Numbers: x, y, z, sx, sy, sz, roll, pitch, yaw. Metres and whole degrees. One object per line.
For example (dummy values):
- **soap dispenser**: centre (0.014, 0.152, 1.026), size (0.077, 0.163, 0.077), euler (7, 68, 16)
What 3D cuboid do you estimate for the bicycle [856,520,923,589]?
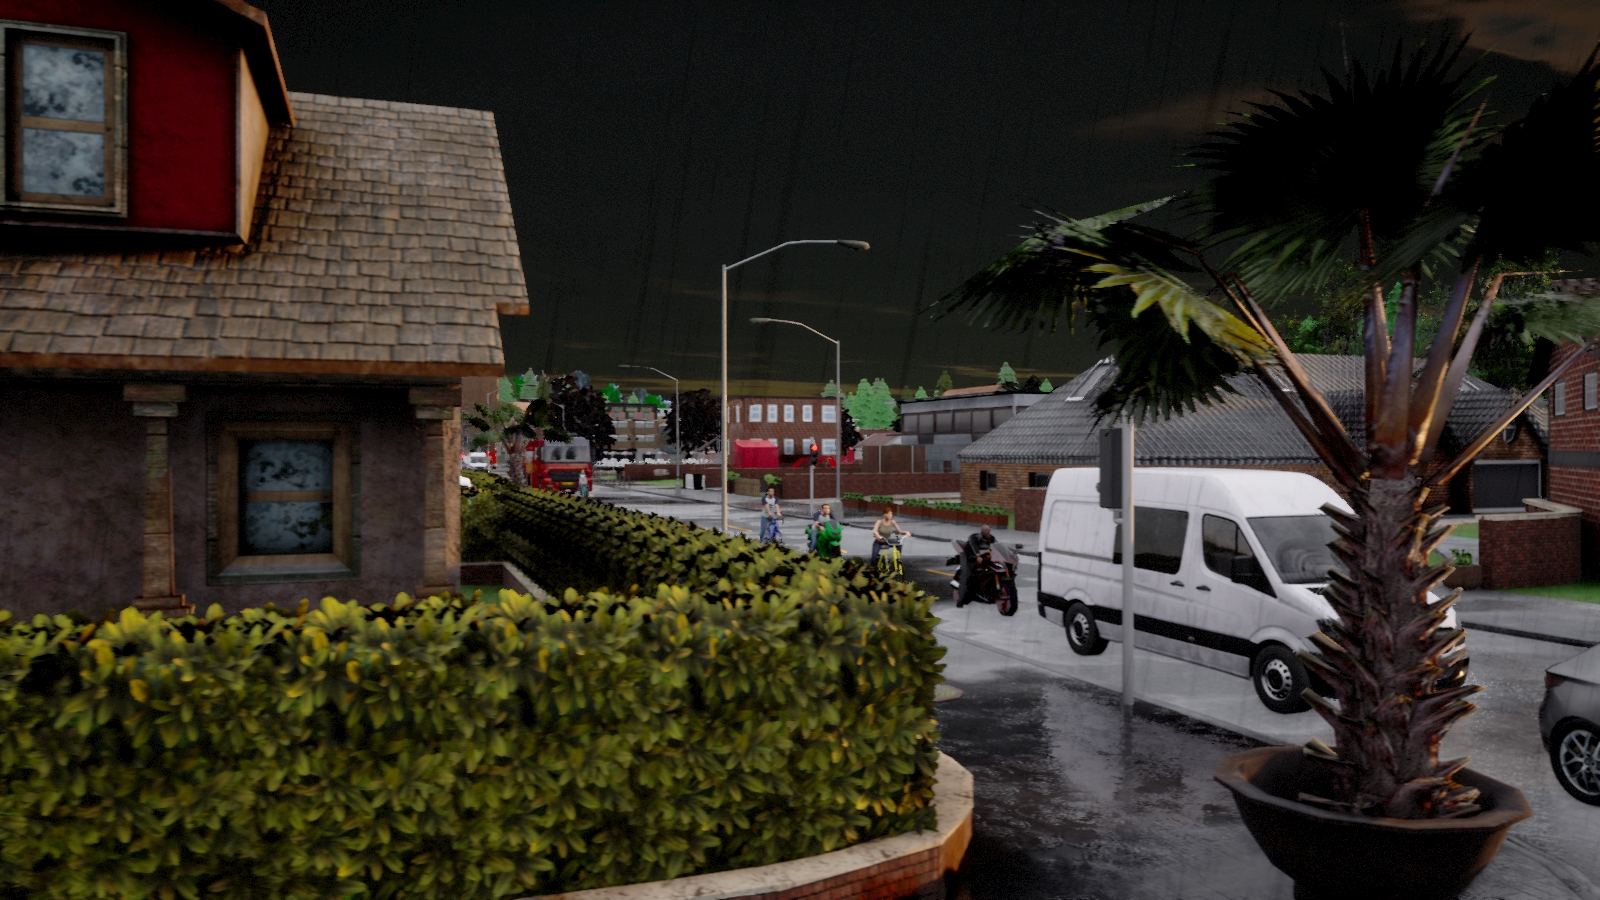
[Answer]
- **bicycle**: centre (1.856, 2.151, 23.783), size (0.859, 1.276, 1.487), euler (0, 0, -19)

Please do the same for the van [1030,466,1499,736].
- **van**: centre (5.322, 1.528, 14.323), size (1.988, 2.561, 5.915), euler (0, 0, -20)

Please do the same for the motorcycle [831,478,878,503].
- **motorcycle**: centre (2.900, 2.139, 60.479), size (2.356, 1.307, 0.764), euler (0, 0, -20)

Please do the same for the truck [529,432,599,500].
- **truck**: centre (-14.354, 0.884, 69.006), size (2.891, 3.827, 8.468), euler (0, 0, -20)

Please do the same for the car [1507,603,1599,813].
- **car**: centre (7.294, 2.059, 7.788), size (1.816, 1.474, 4.193), euler (0, 0, -12)
